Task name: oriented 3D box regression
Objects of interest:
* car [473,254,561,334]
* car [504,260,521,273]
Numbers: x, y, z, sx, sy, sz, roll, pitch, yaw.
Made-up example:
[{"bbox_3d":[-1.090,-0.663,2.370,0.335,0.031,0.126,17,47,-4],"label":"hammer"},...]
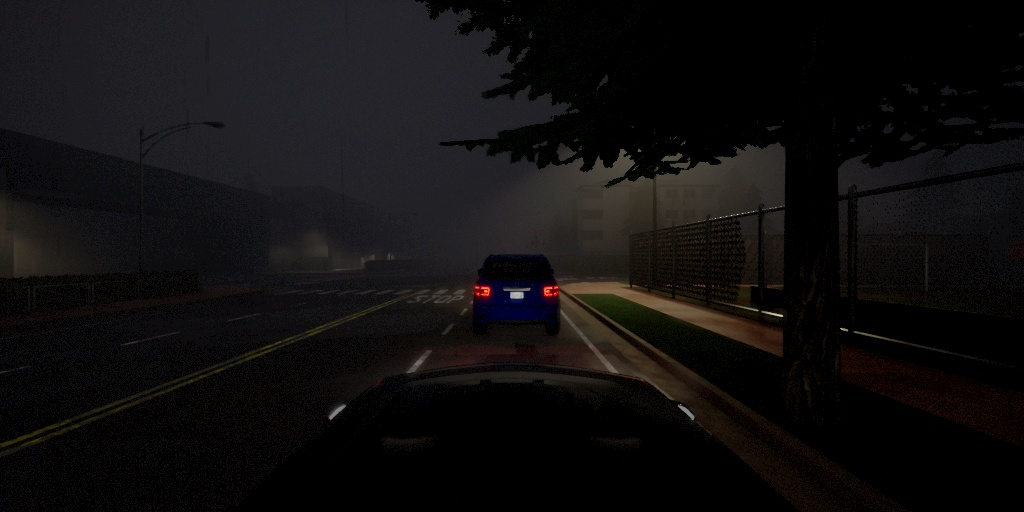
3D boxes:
[{"bbox_3d":[0.117,0.972,10.707,2.150,2.045,5.566,0,0,0],"label":"car"},{"bbox_3d":[0.032,1.242,45.583,2.128,1.511,4.902,0,0,0],"label":"car"}]
